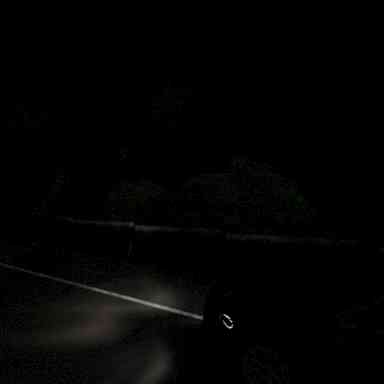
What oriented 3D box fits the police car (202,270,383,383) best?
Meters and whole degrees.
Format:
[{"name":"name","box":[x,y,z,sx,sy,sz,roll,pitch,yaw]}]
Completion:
[{"name":"police car","box":[2.517,1.426,3.363,5.238,1.638,1.930,0,0,36]}]
